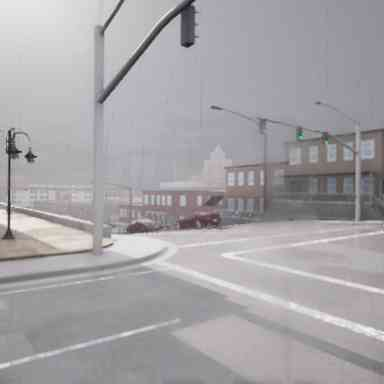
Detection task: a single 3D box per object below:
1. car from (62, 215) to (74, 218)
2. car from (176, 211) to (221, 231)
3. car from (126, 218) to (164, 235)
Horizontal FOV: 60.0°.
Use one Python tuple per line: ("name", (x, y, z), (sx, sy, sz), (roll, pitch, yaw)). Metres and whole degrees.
("car", (-23.243, 4.941, 61.487), (1.882, 1.535, 5.008), (1, -2, -36))
("car", (0.435, 2.516, 29.144), (1.882, 1.535, 5.008), (1, -9, -36))
("car", (-4.321, 3.035, 29.542), (1.812, 1.442, 4.674), (1, -10, -36))
